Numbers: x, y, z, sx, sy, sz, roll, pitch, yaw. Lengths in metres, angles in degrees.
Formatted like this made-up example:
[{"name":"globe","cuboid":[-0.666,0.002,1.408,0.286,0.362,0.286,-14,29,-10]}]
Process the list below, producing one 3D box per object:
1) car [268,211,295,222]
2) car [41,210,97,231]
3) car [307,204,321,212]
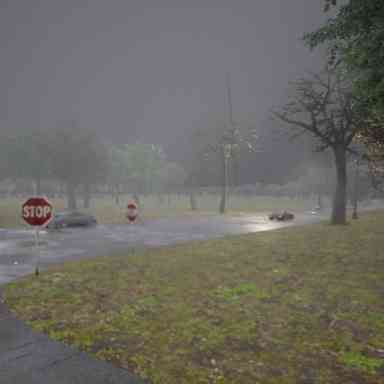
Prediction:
[{"name":"car","cuboid":[11.220,2.995,41.288,1.895,1.301,4.718,1,-1,36]},{"name":"car","cuboid":[-9.195,2.087,24.853,1.994,1.385,4.181,1,-1,36]},{"name":"car","cuboid":[28.100,3.680,76.791,2.097,1.767,4.553,1,-1,36]}]
